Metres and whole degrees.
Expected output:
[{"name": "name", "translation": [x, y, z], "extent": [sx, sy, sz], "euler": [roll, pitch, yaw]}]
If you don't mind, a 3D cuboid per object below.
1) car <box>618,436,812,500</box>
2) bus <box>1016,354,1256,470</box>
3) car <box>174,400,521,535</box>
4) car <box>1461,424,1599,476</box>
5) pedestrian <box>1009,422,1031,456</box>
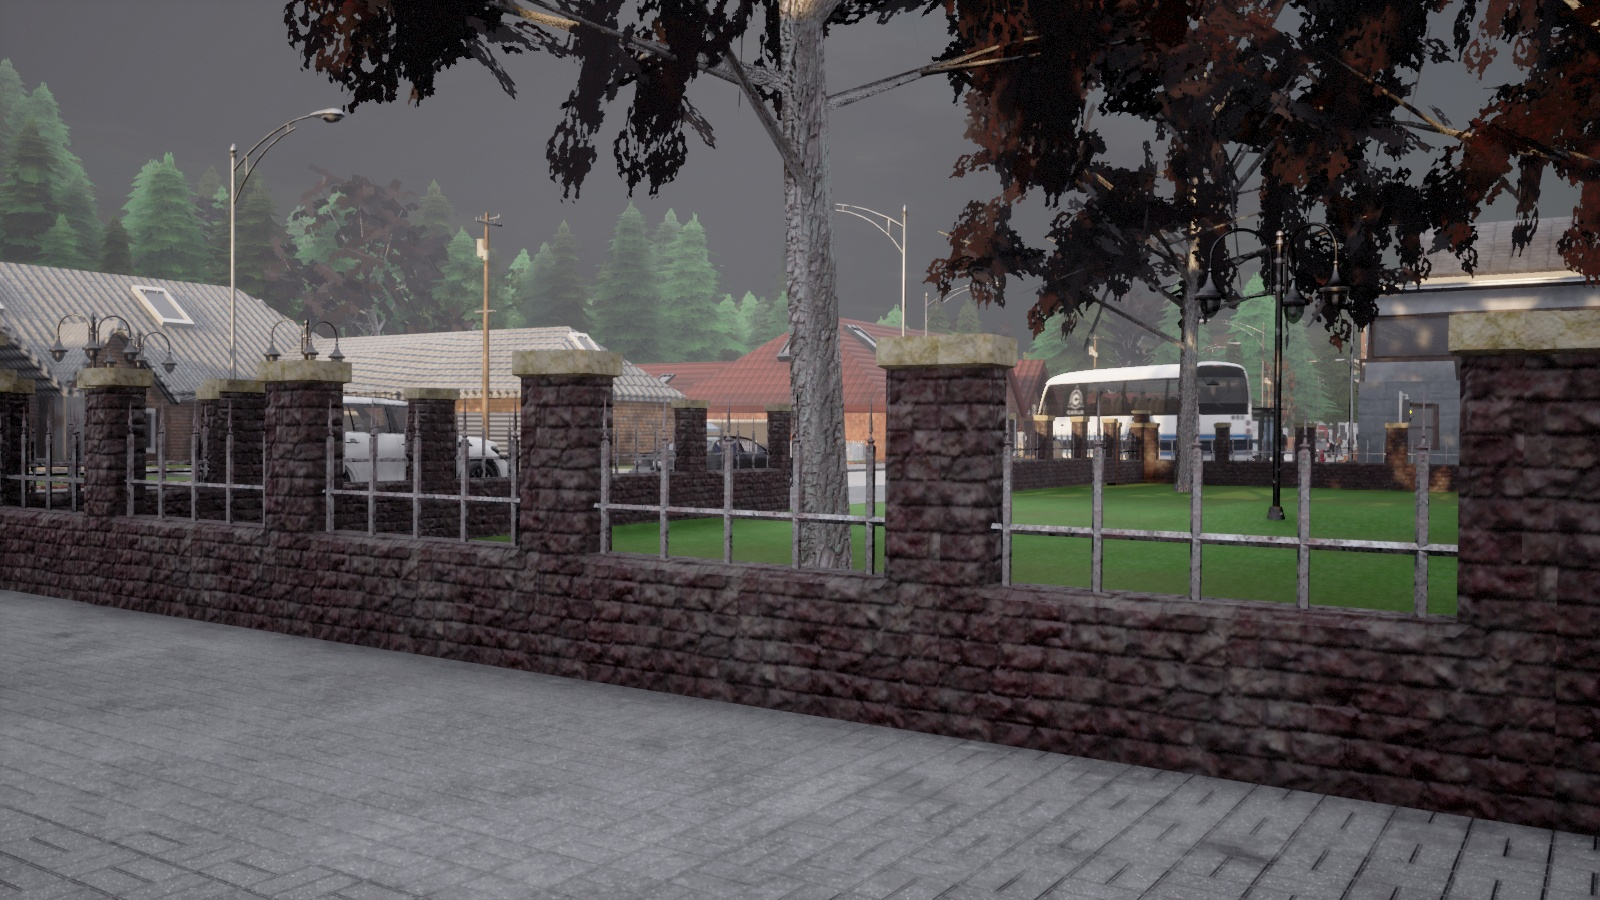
[{"name": "car", "translation": [-1.944, 0.375, 30.879], "extent": [2.033, 1.411, 5.357], "euler": [0, 1, 31]}, {"name": "bus", "translation": [13.426, -1.471, 51.520], "extent": [3.944, 4.253, 10.273], "euler": [-2, 1, -23]}, {"name": "car", "translation": [-7.683, 0.219, 22.017], "extent": [2.150, 2.045, 5.566], "euler": [0, 1, 32]}, {"name": "car", "translation": [23.066, -0.023, 38.337], "extent": [5.008, 1.535, 1.882], "euler": [0, 1, 30]}, {"name": "pedestrian", "translation": [12.100, -0.612, 69.129], "extent": [0.874, 1.855, 0.900], "euler": [0, 1, 33]}]
